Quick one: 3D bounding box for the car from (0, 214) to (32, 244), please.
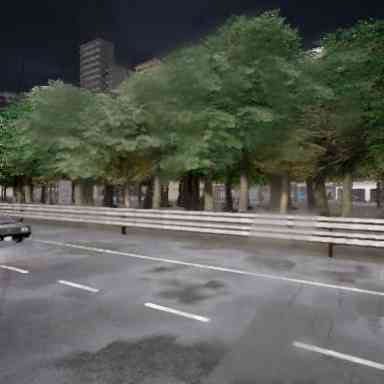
[{"bbox_3d":[-9.208,1.604,14.735,4.718,1.301,1.895,0,0,35],"label":"car"}]
